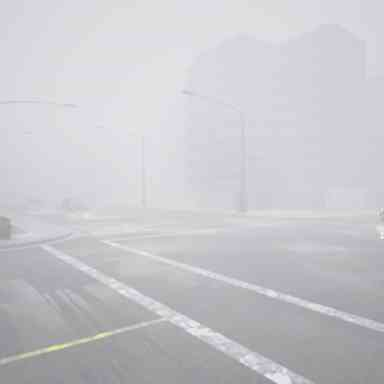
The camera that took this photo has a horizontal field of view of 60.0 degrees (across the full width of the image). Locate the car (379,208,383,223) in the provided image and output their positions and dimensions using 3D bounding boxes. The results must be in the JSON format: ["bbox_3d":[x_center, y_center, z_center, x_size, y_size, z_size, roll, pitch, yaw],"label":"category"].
[{"bbox_3d":[15.832,1.386,24.726,4.553,1.767,2.097,1,0,-38],"label":"car"}]

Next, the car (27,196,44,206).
[{"bbox_3d":[-25.785,1.464,54.745,1.882,1.535,5.008,0,0,-36],"label":"car"}]

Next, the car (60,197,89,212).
[{"bbox_3d":[-13.328,1.339,37.736,2.097,1.767,4.553,0,0,-36],"label":"car"}]
